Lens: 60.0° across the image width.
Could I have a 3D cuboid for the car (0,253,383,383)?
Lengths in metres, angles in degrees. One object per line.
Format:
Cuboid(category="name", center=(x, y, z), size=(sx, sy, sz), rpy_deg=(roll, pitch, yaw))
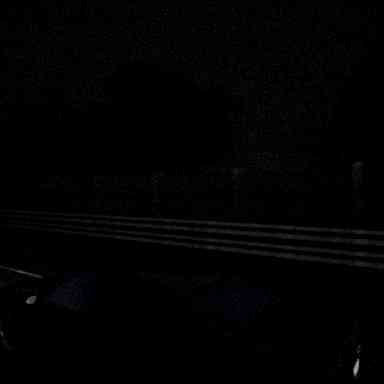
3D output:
Cuboid(category="car", center=(-0.635, 1.558, 4.325), size=(5.357, 1.411, 2.033), rpy_deg=(0, 0, 36))
